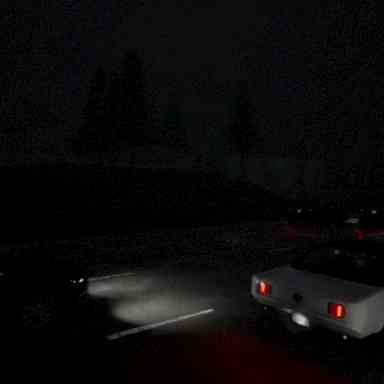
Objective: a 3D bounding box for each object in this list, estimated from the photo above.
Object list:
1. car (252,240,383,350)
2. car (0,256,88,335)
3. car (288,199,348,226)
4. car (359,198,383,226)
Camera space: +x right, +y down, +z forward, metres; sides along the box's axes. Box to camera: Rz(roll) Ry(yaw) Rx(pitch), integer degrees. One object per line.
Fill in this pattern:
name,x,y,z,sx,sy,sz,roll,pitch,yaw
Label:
car,3.404,1.576,6.173,4.718,1.301,1.895,0,0,-36
car,-4.132,1.508,5.098,4.892,1.490,1.837,-1,0,-36
car,8.703,1.270,22.880,4.553,1.767,2.097,0,0,-36
car,12.838,1.260,21.543,4.553,1.767,2.097,0,0,-36
